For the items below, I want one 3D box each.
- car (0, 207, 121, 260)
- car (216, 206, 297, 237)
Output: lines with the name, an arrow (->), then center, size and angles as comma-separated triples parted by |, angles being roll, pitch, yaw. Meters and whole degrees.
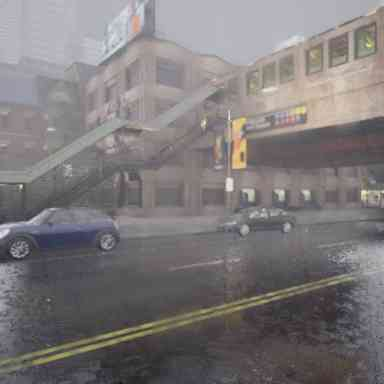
car -> -5.102, 1.376, 12.561 | 4.553, 1.767, 2.185 | 0, 0, -36
car -> 3.691, 1.578, 18.787 | 4.892, 1.521, 2.231 | 0, 0, -26
